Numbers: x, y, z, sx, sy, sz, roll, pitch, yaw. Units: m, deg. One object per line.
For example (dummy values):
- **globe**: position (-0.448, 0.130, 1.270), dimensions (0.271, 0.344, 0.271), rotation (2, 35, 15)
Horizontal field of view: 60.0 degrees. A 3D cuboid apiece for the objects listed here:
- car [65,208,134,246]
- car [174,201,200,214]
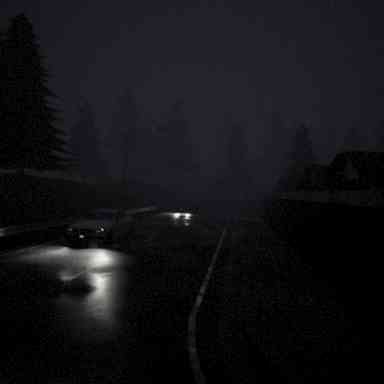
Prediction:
- **car**: position (-4.092, 1.517, 15.655), dimensions (1.812, 1.442, 4.674), rotation (2, 0, 8)
- **car**: position (-0.534, 1.720, 38.168), dimensions (1.994, 1.385, 4.181), rotation (2, 0, 18)
